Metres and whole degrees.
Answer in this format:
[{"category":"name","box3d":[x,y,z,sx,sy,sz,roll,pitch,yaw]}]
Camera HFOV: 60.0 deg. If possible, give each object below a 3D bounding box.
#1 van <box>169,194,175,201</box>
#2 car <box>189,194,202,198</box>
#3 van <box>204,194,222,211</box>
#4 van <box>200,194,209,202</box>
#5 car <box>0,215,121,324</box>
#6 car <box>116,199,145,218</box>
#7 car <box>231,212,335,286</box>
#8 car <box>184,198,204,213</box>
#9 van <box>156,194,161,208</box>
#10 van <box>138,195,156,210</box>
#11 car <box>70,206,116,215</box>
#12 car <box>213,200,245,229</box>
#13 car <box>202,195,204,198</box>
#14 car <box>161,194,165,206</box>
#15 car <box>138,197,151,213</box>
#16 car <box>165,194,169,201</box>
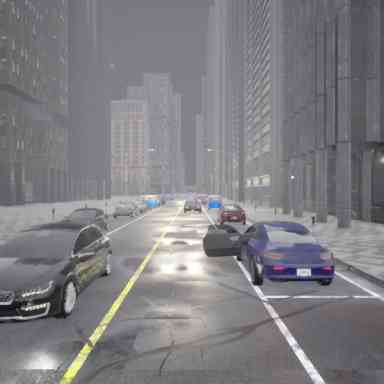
[{"category":"van","box3d":[-5.762,1.330,80.236,1.690,1.788,3.998,0,0,0]},{"category":"car","box3d":[0.020,1.472,46.880,1.882,1.535,5.008,0,0,0]},{"category":"van","box3d":[2.762,1.336,40.754,1.690,1.788,3.998,0,0,0]},{"category":"van","box3d":[2.763,1.331,74.598,1.690,1.788,3.998,0,0,0]},{"category":"car","box3d":[-3.097,1.504,7.469,1.837,1.490,4.892,0,0,0]},{"category":"car","box3d":[-5.763,1.548,29.468,2.008,1.369,4.403,0,0,0]},{"category":"car","box3d":[2.354,1.525,9.296,1.812,1.442,4.674,0,0,0]},{"category":"car","box3d":[0.077,1.597,36.613,1.895,1.301,4.718,0,0,0]},{"category":"van","box3d":[-5.763,1.336,46.390,1.690,1.788,3.998,0,0,0]},{"category":"van","box3d":[-5.763,1.336,40.750,1.690,1.788,3.998,0,0,0]},{"category":"car","box3d":[-5.763,1.564,18.187,1.947,1.339,4.313,0,0,0]},{"category":"car","box3d":[2.762,1.542,23.832,1.887,1.381,4.507,0,0,0]},{"category":"car","box3d":[2.763,1.575,57.676,1.802,1.307,4.206,0,0,0]},{"category":"car","box3d":[-5.763,1.434,52.031,1.967,1.590,4.097,0,0,0]},{"category":"car","box3d":[-5.763,1.521,34.939,1.752,1.417,4.829,0,0,0]},{"category":"car","box3d":[-5.763,1.308,57.673,2.192,1.841,5.009,0,0,0]}]
